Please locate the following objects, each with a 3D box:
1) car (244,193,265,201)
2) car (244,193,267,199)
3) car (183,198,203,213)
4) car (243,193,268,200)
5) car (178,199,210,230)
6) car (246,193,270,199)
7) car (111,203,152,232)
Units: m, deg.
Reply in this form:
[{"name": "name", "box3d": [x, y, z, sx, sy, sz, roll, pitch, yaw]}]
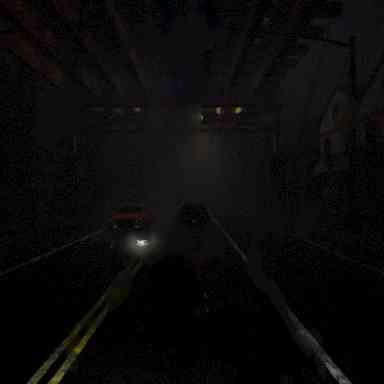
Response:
[{"name": "car", "box3d": [13.296, 1.007, 67.305, 4.974, 1.542, 2.038, 0, 1, -20]}, {"name": "car", "box3d": [13.671, 0.802, 71.440, 4.536, 1.218, 1.853, 0, 1, 25]}, {"name": "car", "box3d": [0.120, 1.436, 37.220, 2.033, 1.411, 5.357, 0, 1, 0]}, {"name": "car", "box3d": [13.624, 0.960, 71.464, 4.974, 1.542, 2.038, 0, 1, 25]}, {"name": "car", "box3d": [0.111, 1.463, 21.217, 1.882, 1.535, 5.008, 0, 0, 0]}, {"name": "car", "box3d": [13.345, 0.849, 67.321, 4.536, 1.218, 1.853, 0, 1, -20]}, {"name": "car", "box3d": [-3.590, 1.466, 20.368, 1.882, 1.535, 5.008, 0, 0, 0]}]
